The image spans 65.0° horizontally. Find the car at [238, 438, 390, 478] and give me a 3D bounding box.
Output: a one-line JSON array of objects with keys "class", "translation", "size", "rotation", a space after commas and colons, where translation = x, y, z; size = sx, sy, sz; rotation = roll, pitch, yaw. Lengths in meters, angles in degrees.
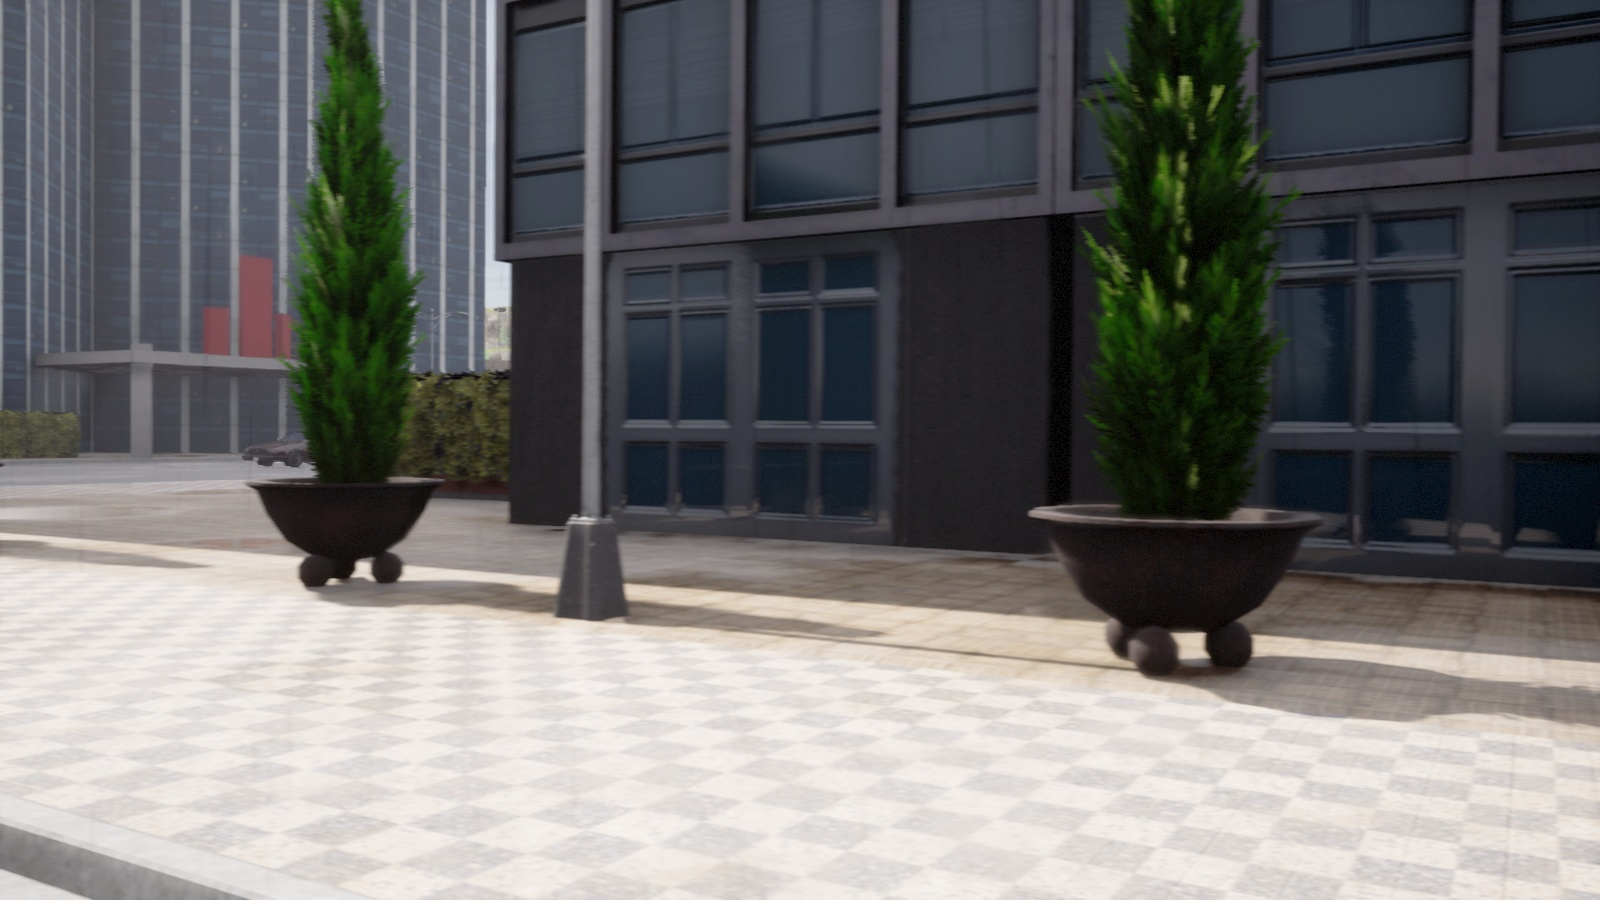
[{"class": "car", "translation": [-18.634, 0.269, 48.414], "size": [2.033, 1.411, 5.357], "rotation": [0, 1, 29]}]
